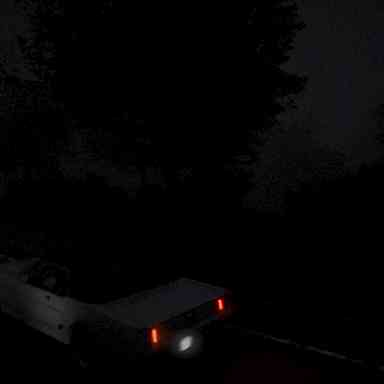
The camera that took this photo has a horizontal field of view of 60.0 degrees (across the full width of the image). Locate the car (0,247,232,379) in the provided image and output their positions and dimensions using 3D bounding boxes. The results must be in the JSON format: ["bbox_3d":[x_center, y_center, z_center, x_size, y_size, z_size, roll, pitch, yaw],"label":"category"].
[{"bbox_3d":[-1.810,1.611,5.555,4.718,1.301,1.895,0,0,38],"label":"car"}]
